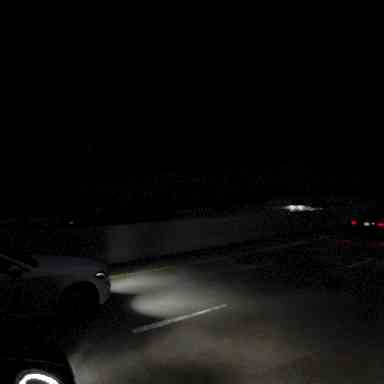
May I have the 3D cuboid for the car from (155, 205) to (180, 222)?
[{"bbox_3d":[-3.377,1.606,24.201,5.357,1.411,2.033,0,0,-44],"label":"car"}]

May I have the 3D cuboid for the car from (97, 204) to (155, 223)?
[{"bbox_3d":[-4.783,1.525,18.318,5.008,1.535,1.882,0,0,-41],"label":"car"}]

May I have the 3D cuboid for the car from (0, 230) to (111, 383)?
[{"bbox_3d":[-2.975,1.360,1.810,4.553,1.767,2.097,0,0,-35],"label":"car"}]

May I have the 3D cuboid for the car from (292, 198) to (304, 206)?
[{"bbox_3d":[18.342,1.711,57.437,1.895,1.301,4.718,0,0,21],"label":"car"}]

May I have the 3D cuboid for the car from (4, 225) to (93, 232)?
[{"bbox_3d":[-3.718,1.543,5.558,4.674,1.442,1.812,0,0,-36],"label":"car"}]

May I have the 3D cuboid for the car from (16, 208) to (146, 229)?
[{"bbox_3d":[-4.868,1.584,13.647,5.357,1.411,2.033,0,0,-38],"label":"car"}]

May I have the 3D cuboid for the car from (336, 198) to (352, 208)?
[{"bbox_3d":[20.769,1.606,45.544,1.812,1.442,4.674,0,0,26],"label":"car"}]

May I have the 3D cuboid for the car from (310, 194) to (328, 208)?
[{"bbox_3d":[19.535,1.316,51.053,2.150,2.045,5.566,0,0,24],"label":"car"}]

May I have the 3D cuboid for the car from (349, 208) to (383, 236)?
[{"bbox_3d":[9.994,1.577,17.563,2.033,1.411,5.357,0,0,43],"label":"car"}]
